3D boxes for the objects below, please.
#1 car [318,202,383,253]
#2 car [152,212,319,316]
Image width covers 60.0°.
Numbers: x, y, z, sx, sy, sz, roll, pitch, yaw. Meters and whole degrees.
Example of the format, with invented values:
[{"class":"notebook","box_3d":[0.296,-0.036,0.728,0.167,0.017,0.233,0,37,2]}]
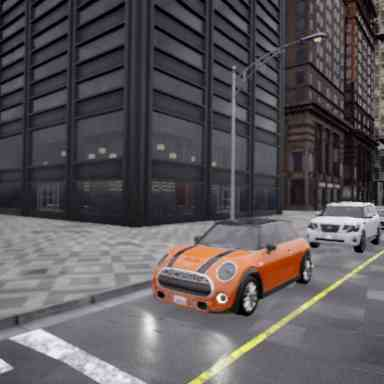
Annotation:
[{"class":"car","box_3d":[7.288,1.510,15.640,2.150,2.045,5.566,0,-1,39]},{"class":"car","box_3d":[1.177,1.471,7.985,2.097,1.767,4.553,0,-1,39]}]
